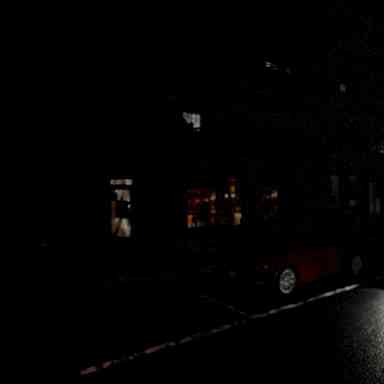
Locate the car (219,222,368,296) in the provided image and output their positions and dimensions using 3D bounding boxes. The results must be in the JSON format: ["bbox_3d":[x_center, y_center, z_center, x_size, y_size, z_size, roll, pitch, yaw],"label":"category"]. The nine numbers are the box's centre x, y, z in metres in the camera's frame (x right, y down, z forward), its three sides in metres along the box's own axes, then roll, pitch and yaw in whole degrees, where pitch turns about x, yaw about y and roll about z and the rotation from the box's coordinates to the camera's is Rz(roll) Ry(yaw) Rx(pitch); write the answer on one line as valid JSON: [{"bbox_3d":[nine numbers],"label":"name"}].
[{"bbox_3d":[2.704,1.510,8.510,4.507,1.381,1.887,0,-1,-36],"label":"car"}]

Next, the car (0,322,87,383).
[{"bbox_3d":[-2.886,1.516,1.317,4.892,1.490,1.837,0,0,-36],"label":"car"}]
